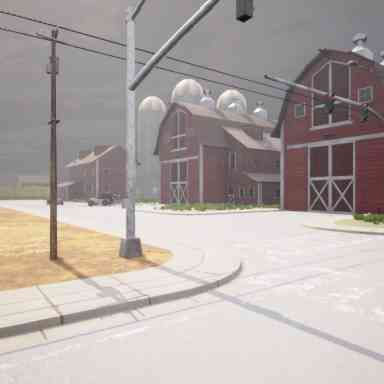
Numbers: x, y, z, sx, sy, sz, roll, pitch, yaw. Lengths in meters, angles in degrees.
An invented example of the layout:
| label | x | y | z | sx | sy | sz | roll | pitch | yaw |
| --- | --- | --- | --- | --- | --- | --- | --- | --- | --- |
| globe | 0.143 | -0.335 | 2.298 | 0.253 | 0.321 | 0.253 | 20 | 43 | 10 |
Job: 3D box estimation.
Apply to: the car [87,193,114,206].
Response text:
| label | x | y | z | sx | sy | sz | roll | pitch | yaw |
| --- | --- | --- | --- | --- | --- | --- | --- | --- | --- |
| car | -13.842 | 1.118 | 50.567 | 3.866 | 1.878 | 1.905 | -2 | 5 | 11 |

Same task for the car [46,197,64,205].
| label | x | y | z | sx | sy | sz | roll | pitch | yaw |
| --- | --- | --- | --- | --- | --- | --- | --- | --- | --- |
| car | -23.312 | 1.537 | 56.553 | 1.994 | 1.385 | 4.181 | 0 | 0 | -36 |
